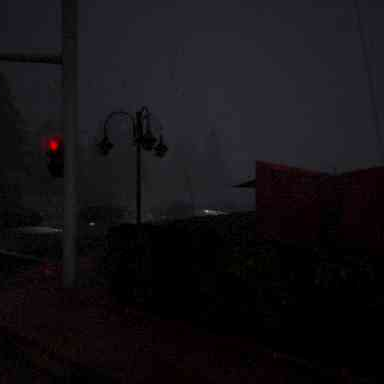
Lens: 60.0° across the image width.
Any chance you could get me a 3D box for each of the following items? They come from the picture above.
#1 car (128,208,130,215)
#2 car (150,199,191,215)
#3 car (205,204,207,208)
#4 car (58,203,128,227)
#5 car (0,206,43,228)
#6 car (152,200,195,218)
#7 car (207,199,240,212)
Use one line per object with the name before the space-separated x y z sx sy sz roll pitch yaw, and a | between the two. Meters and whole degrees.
car | -7.566 1.678 29.685 1.994 1.385 4.181 0 0 36
car | -2.291 1.591 36.966 1.882 1.535 5.008 0 0 36
car | 3.901 1.660 45.489 2.033 1.411 5.357 0 0 36
car | -7.281 1.610 24.117 1.837 1.490 4.892 0 0 36
car | -12.510 1.679 22.884 1.994 1.385 4.181 0 0 36
car | -1.709 1.583 31.808 1.882 1.535 5.008 0 0 36
car | 4.078 1.668 39.796 1.994 1.385 4.181 0 0 35
